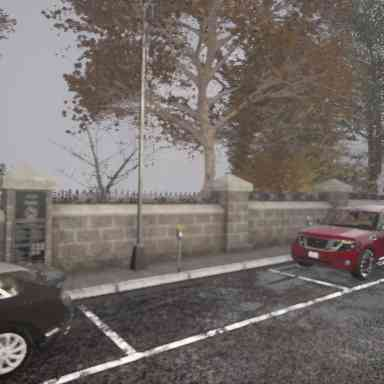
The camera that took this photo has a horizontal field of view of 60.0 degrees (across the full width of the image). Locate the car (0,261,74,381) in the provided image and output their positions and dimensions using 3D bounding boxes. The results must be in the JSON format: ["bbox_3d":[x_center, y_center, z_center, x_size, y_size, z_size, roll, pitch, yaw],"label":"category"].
[{"bbox_3d":[-3.715,1.546,3.893,4.403,1.369,2.008,0,1,-35],"label":"car"}]

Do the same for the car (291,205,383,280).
[{"bbox_3d":[5.283,1.362,10.303,5.009,1.841,2.192,0,1,-35],"label":"car"}]
